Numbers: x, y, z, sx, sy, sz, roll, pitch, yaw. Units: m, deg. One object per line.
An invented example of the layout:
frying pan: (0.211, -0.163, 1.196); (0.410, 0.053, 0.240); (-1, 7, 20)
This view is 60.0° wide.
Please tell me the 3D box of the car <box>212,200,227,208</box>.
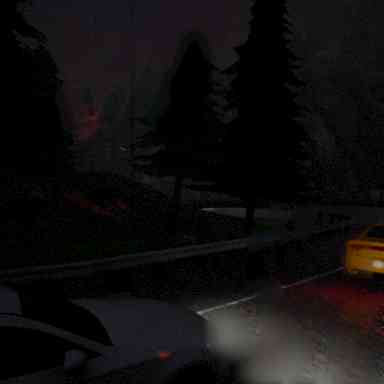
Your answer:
car: (3.083, 1.830, 51.847); (4.718, 1.301, 1.895); (0, 0, 35)

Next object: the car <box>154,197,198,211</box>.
car: (-2.276, 1.716, 47.047); (5.357, 1.411, 2.033); (0, 0, 35)

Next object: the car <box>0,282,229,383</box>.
car: (-1.806, 1.528, 2.739); (4.674, 1.442, 1.812); (0, 0, -36)

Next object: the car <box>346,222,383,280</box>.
car: (6.142, 1.556, 9.387); (5.008, 1.535, 1.882); (1, 0, -43)

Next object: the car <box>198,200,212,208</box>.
car: (-0.264, 1.742, 49.911); (5.357, 1.411, 2.033); (0, 0, 35)
